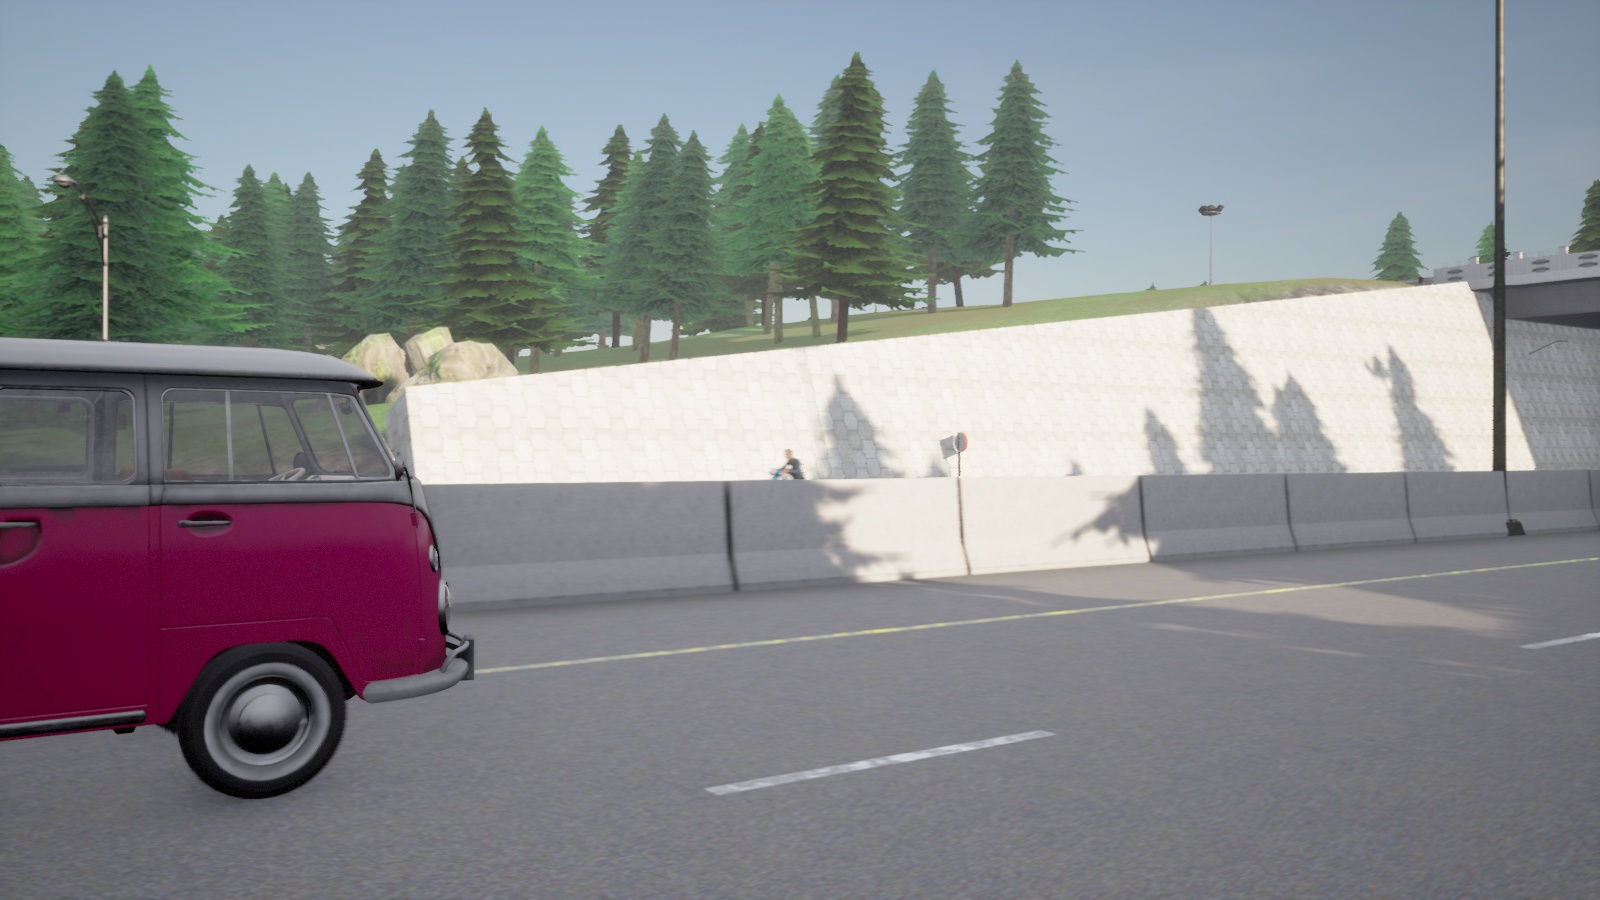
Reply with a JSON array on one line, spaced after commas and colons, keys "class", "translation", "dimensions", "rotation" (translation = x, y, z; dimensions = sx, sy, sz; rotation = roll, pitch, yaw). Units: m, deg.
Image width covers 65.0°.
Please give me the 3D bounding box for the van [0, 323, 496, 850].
[{"class": "van", "translation": [-3.748, 0.519, 5.315], "dimensions": [4.442, 1.987, 1.775], "rotation": [0, 0, -35]}]
